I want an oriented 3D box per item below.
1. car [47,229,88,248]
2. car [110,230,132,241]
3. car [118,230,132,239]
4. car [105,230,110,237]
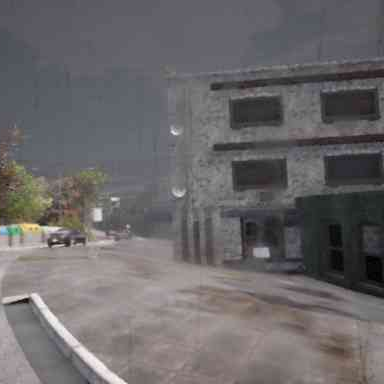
[{"bbox_3d":[-9.990,3.705,26.908,1.812,1.442,4.674,-2,-7,4],"label":"car"},{"bbox_3d":[-9.315,5.893,45.411,2.128,1.511,4.902,-2,-7,-4],"label":"car"},{"bbox_3d":[-12.979,8.190,63.982,2.033,1.411,5.357,-1,-6,-19],"label":"car"},{"bbox_3d":[-18.871,9.534,77.268,1.994,1.385,4.181,-1,-4,-27],"label":"car"}]
